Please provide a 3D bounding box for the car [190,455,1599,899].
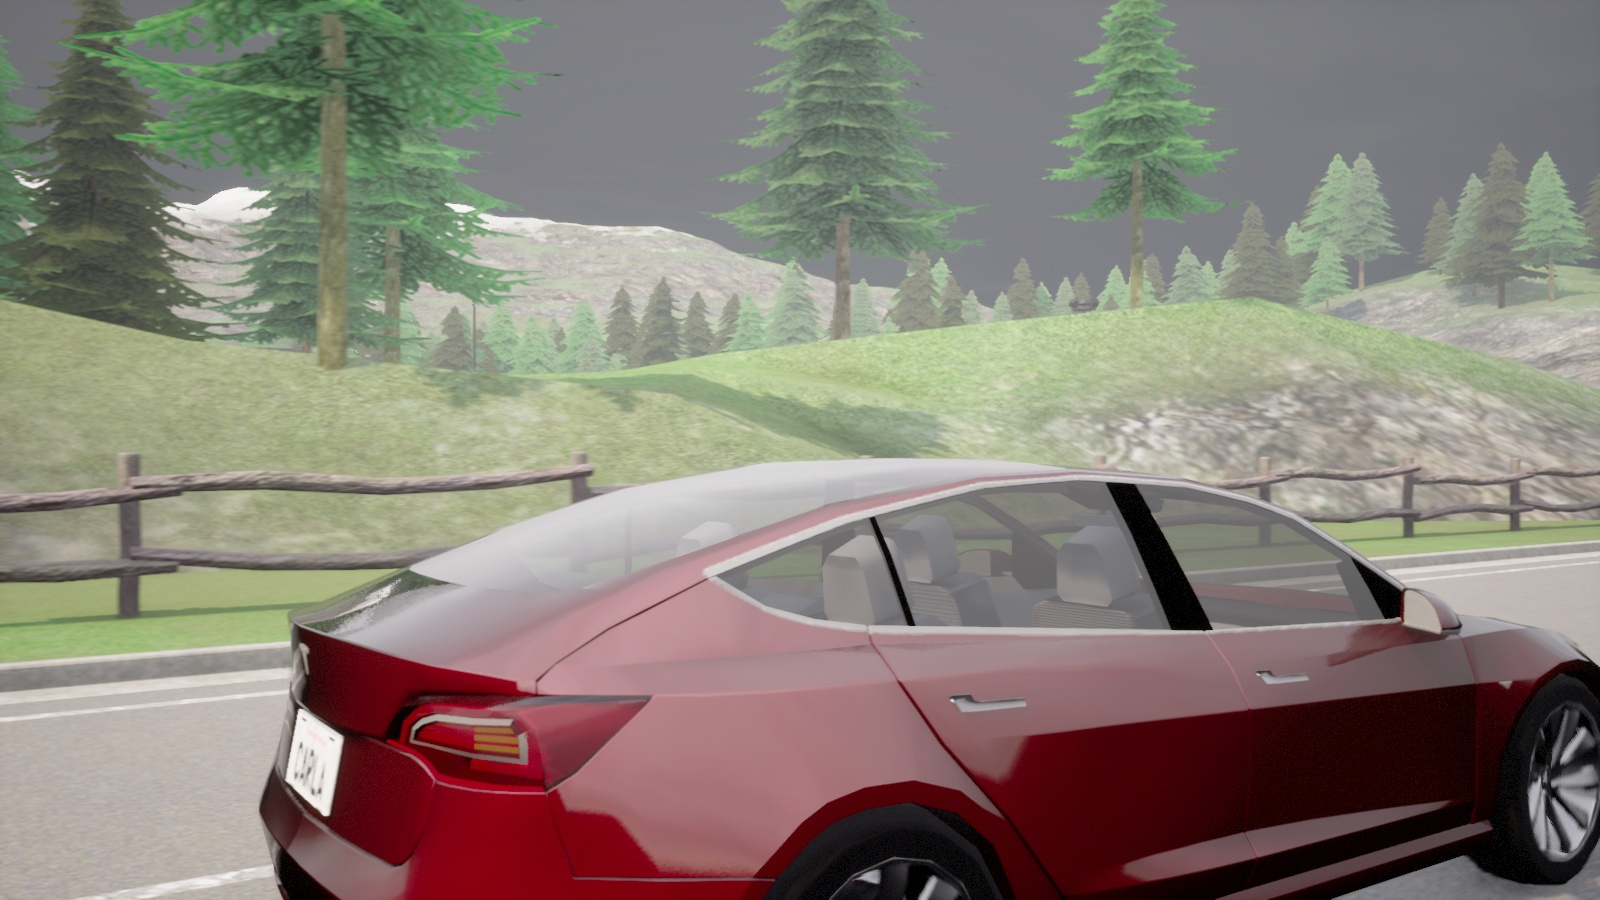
[{"bbox_3d":[0.778,0.760,4.200,4.792,1.488,2.163,0,0,-35],"label":"car"}]
